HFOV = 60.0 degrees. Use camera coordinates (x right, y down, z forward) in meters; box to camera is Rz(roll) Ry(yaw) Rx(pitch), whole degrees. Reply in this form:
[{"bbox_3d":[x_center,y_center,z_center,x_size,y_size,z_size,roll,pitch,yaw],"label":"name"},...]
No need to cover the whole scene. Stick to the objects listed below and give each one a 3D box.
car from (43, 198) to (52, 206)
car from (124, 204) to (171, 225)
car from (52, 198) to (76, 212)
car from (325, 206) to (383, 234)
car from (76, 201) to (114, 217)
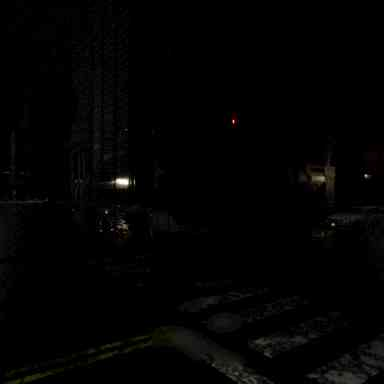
[{"bbox_3d":[-26.506,1.802,62.428,2.128,1.511,4.902,1,-1,-36],"label":"car"},{"bbox_3d":[-3.370,1.607,24.360,1.812,1.442,4.674,1,-1,-37],"label":"car"},{"bbox_3d":[-15.478,1.724,41.408,2.033,1.411,5.357,1,-1,-34],"label":"car"},{"bbox_3d":[10.040,1.563,19.550,4.674,1.442,1.812,0,0,-23],"label":"car"},{"bbox_3d":[-9.324,1.620,32.722,2.128,1.511,4.902,1,-1,-36],"label":"car"}]
